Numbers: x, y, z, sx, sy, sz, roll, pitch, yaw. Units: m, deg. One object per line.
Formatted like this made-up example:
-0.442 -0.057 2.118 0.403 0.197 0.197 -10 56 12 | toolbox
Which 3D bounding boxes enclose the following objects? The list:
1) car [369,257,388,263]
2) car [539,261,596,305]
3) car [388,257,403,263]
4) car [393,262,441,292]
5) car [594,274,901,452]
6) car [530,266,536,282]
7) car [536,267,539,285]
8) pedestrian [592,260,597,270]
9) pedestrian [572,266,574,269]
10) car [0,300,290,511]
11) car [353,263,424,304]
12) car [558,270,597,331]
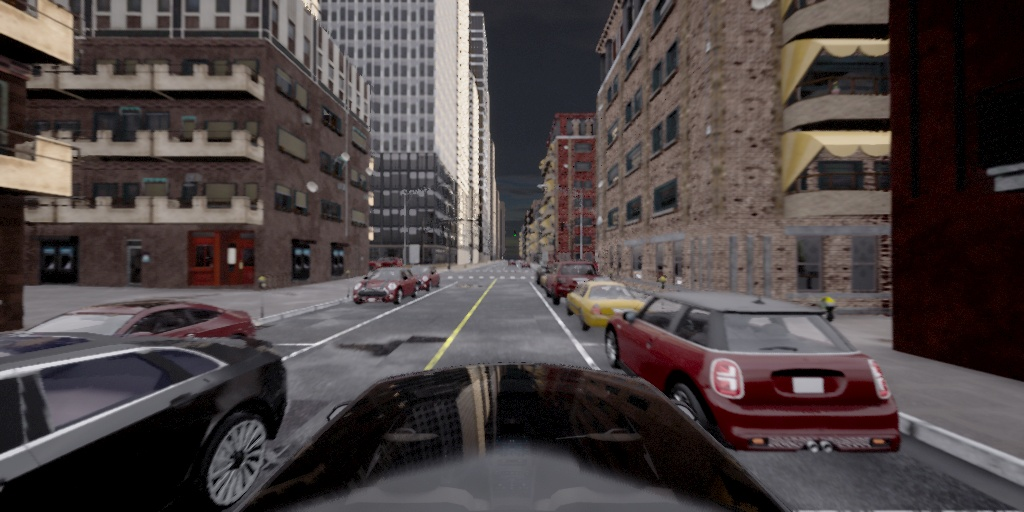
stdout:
-17.582 0.993 41.586 5.009 1.841 2.192 0 0 0 | car
2.687 1.151 16.558 2.192 1.841 5.009 0 0 0 | car
-17.719 1.063 49.965 5.009 1.841 2.192 0 0 0 | car
-5.694 1.310 22.237 1.967 1.591 4.097 0 0 0 | car
2.689 1.210 5.193 1.967 1.591 4.097 0 0 0 | car
2.685 1.470 27.923 1.948 1.339 4.313 0 0 0 | car
2.686 1.396 22.410 1.751 1.417 4.829 0 0 0 | car
8.108 1.266 35.388 0.375 1.860 0.375 0 0 0 | pedestrian
6.129 1.094 35.990 0.375 1.860 0.375 0 0 0 | pedestrian
-3.101 1.240 1.508 2.128 1.511 4.902 0 0 0 | car
-5.693 1.276 16.555 1.967 1.591 4.097 0 0 0 | car
2.688 1.329 11.046 1.751 1.417 4.829 0 0 0 | car
